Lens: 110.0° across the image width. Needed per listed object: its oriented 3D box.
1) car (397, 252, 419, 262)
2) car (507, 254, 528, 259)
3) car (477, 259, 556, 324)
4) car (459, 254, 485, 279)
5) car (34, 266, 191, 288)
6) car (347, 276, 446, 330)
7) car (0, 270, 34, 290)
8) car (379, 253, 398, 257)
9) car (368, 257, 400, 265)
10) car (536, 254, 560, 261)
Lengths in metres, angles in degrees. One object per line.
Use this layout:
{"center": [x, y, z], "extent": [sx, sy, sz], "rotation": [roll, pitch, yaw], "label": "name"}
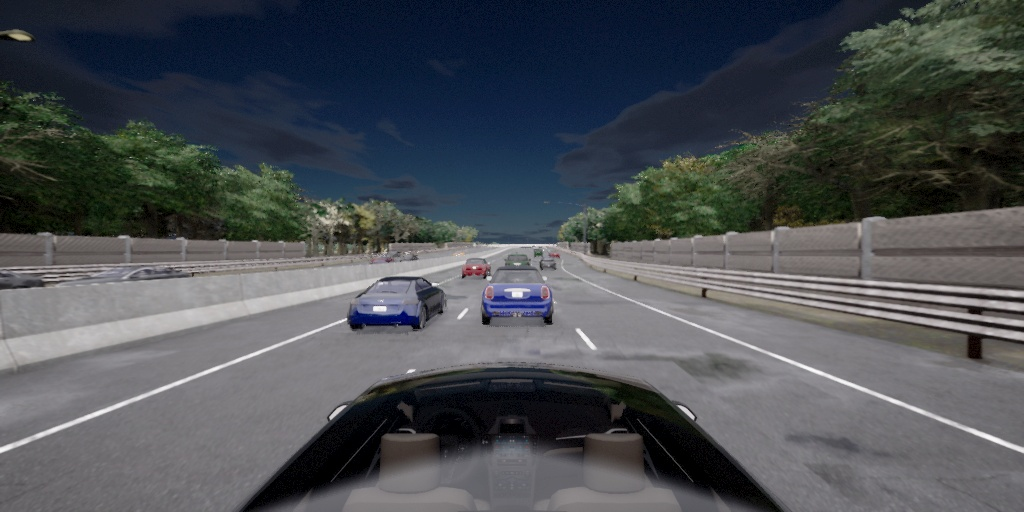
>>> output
{"center": [-16.235, 0.521, 56.730], "extent": [1.837, 1.490, 4.892], "rotation": [0, 2, 3], "label": "car"}
{"center": [0.499, 0.812, 31.136], "extent": [2.150, 2.045, 5.566], "rotation": [0, 1, 1], "label": "car"}
{"center": [0.168, 1.098, 12.185], "extent": [2.097, 1.767, 4.553], "rotation": [0, 0, 1], "label": "car"}
{"center": [-2.999, 0.945, 31.037], "extent": [2.097, 1.767, 4.553], "rotation": [0, 1, 1], "label": "car"}
{"center": [-17.483, 1.224, 16.459], "extent": [2.128, 1.511, 4.902], "rotation": [0, 0, 1], "label": "car"}
{"center": [-3.343, 1.311, 11.120], "extent": [1.994, 1.385, 4.181], "rotation": [0, 0, 0], "label": "car"}
{"center": [-21.021, 1.232, 13.337], "extent": [2.128, 1.511, 4.902], "rotation": [0, 0, 1], "label": "car"}
{"center": [-19.791, 0.656, 55.478], "extent": [1.895, 1.301, 4.718], "rotation": [0, 1, 3], "label": "car"}
{"center": [-13.534, 1.060, 36.828], "extent": [1.994, 1.385, 4.181], "rotation": [0, 1, 2], "label": "car"}
{"center": [4.284, 0.825, 43.563], "extent": [2.128, 1.511, 4.902], "rotation": [0, 1, 2], "label": "car"}
